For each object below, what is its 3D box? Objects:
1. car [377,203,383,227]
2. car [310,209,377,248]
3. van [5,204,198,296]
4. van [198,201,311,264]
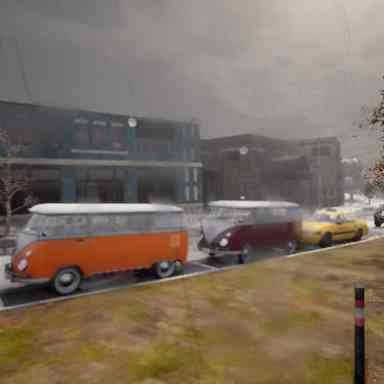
[{"bbox_3d":[14.655,1.432,23.338,2.435,2.045,5.566,3,1,45],"label":"car"},{"bbox_3d":[6.369,1.577,15.595,5.366,1.575,1.946,1,1,-40],"label":"car"},{"bbox_3d":[-2.273,1.297,8.615,4.442,1.987,1.878,1,1,-36],"label":"van"},{"bbox_3d":[2.151,1.321,12.040,4.442,1.987,1.878,1,1,-41],"label":"van"}]
